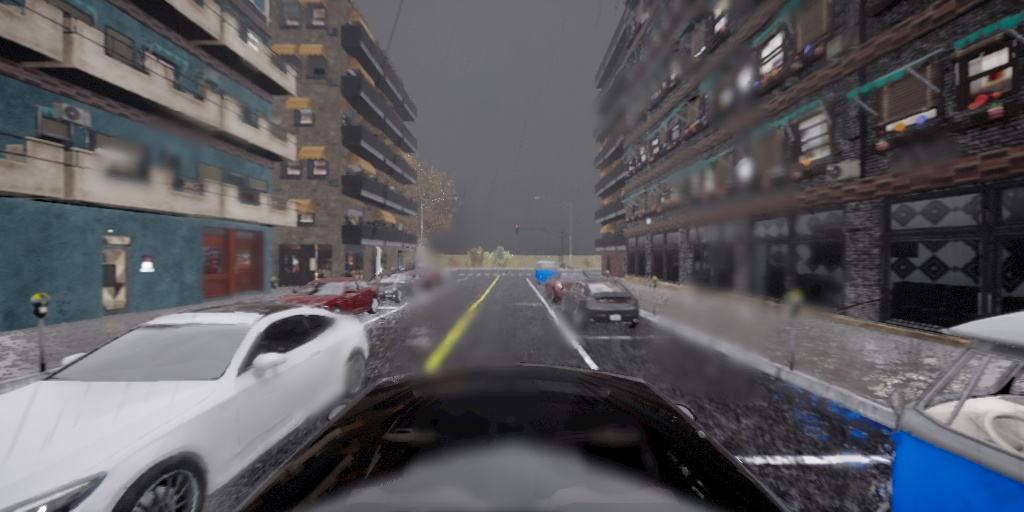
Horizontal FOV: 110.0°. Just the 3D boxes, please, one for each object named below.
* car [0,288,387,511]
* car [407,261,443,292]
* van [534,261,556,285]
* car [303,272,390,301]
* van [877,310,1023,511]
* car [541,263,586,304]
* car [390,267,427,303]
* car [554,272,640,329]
[{"bbox_3d":[-3.101,1.293,3.818,1.812,1.442,4.674,0,0,0],"label":"car"},{"bbox_3d":[-5.693,1.232,22.754,2.192,1.841,5.009,0,0,0],"label":"car"},{"bbox_3d":[2.687,1.301,28.468,1.690,1.789,3.998,0,0,0],"label":"van"},{"bbox_3d":[-5.692,1.374,11.424,1.888,1.381,4.507,0,0,0],"label":"car"},{"bbox_3d":[2.690,1.078,0.143,1.690,1.789,3.998,0,0,0],"label":"van"},{"bbox_3d":[2.688,1.314,17.140,1.967,1.591,4.097,0,0,0],"label":"car"},{"bbox_3d":[-5.692,1.424,17.090,2.007,1.370,4.403,0,0,0],"label":"car"},{"bbox_3d":[2.689,1.380,11.474,2.007,1.370,4.403,0,0,0],"label":"car"}]
